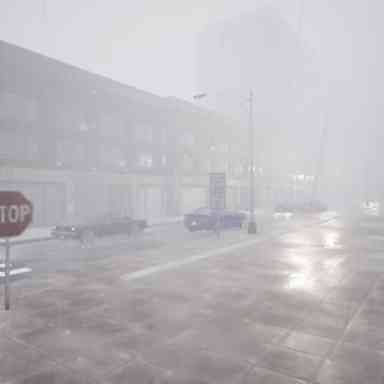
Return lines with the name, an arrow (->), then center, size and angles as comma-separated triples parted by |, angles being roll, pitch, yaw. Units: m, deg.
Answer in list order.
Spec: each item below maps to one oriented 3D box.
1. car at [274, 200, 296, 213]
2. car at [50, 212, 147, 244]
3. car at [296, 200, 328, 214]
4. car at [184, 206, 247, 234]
car -> 10.966, 1.608, 38.074 | 1.994, 1.385, 4.181 | 0, 0, 36
car -> -4.482, 1.690, 16.560 | 1.895, 1.301, 4.718 | 0, 0, 36
car -> 13.374, 1.588, 36.408 | 1.994, 1.385, 4.181 | 0, 0, 36
car -> 1.552, 1.536, 19.911 | 1.882, 1.535, 5.008 | 0, 0, 36
